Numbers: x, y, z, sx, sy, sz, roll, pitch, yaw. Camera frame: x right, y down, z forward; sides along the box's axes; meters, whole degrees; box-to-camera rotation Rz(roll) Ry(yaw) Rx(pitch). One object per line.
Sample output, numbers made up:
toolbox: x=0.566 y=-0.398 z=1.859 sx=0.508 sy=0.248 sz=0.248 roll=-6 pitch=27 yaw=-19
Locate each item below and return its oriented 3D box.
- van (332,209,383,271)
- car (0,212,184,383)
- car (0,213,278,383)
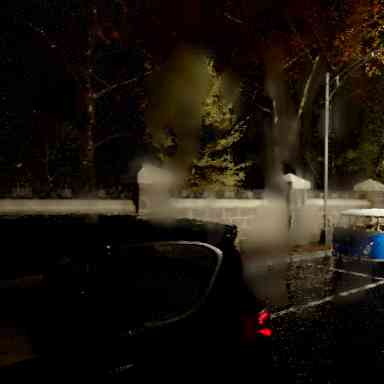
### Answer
van: x=6.320 y=1.461 z=11.063 sx=3.998 sy=1.788 sz=1.690 roll=1 pitch=0 yaw=-36
car: x=-2.816 y=1.318 z=4.538 sx=5.009 sy=1.841 sz=2.192 roll=1 pitch=0 yaw=-36
car: x=-1.884 y=1.217 z=2.034 sx=5.566 sy=2.045 sz=2.150 roll=1 pitch=0 yaw=-36
